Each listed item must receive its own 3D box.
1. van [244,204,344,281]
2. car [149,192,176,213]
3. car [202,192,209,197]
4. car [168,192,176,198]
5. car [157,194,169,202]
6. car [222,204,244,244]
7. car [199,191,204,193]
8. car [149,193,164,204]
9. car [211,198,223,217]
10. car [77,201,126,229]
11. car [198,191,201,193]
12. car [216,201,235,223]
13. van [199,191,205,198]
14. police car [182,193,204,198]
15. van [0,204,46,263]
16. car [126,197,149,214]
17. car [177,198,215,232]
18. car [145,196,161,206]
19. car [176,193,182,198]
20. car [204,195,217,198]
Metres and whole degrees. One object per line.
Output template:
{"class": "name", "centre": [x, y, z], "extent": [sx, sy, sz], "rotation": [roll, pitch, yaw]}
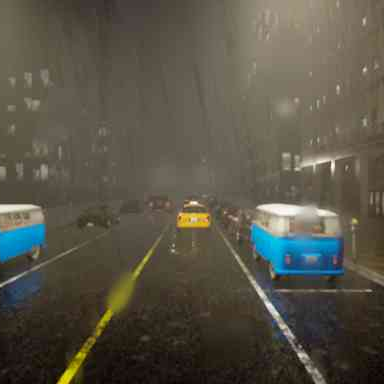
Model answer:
{"class": "van", "centre": [2.703, 1.281, 9.365], "extent": [1.690, 1.788, 3.998], "rotation": [1, 0, 0]}
{"class": "car", "centre": [-3.088, 1.133, 33.446], "extent": [2.097, 1.767, 4.553], "rotation": [0, 0, 0]}
{"class": "car", "centre": [2.712, 1.114, 48.241], "extent": [1.967, 1.590, 4.097], "rotation": [1, 0, 0]}
{"class": "car", "centre": [-5.657, 0.757, 92.868], "extent": [1.967, 1.590, 4.097], "rotation": [1, 0, 0]}
{"class": "car", "centre": [-5.666, 1.110, 64.997], "extent": [1.947, 1.339, 4.313], "rotation": [1, 0, 0]}
{"class": "car", "centre": [2.702, 1.455, 15.041], "extent": [2.008, 1.369, 4.403], "rotation": [1, 0, 0]}
{"class": "car", "centre": [2.715, 1.095, 64.972], "extent": [2.008, 1.369, 4.403], "rotation": [1, 0, 0]}
{"class": "car", "centre": [-5.667, 1.072, 53.847], "extent": [1.967, 1.590, 4.097], "rotation": [1, 0, 0]}
{"class": "car", "centre": [2.705, 1.395, 26.388], "extent": [1.947, 1.339, 4.313], "rotation": [1, 0, 0]}
{"class": "car", "centre": [-5.677, 1.433, 20.746], "extent": [1.947, 1.339, 4.313], "rotation": [1, 0, 0]}
{"class": "car", "centre": [2.716, 1.082, 70.550], "extent": [1.802, 1.307, 4.206], "rotation": [1, 0, 0]}
{"class": "car", "centre": [2.703, 1.449, 20.716], "extent": [1.802, 1.307, 4.206], "rotation": [1, 0, 0]}
{"class": "van", "centre": [2.724, 0.658, 92.855], "extent": [1.690, 1.788, 3.998], "rotation": [1, 1, 0]}
{"class": "police car", "centre": [0.109, 1.222, 42.232], "extent": [2.038, 1.542, 4.974], "rotation": [0, 0, 0]}
{"class": "van", "centre": [-5.677, 1.281, 9.394], "extent": [1.690, 1.788, 3.998], "rotation": [1, 0, 0]}
{"class": "car", "centre": [-5.674, 1.335, 32.096], "extent": [1.887, 1.381, 4.507], "rotation": [1, 0, 0]}
{"class": "car", "centre": [0.103, 1.333, 19.040], "extent": [1.801, 1.575, 5.366], "rotation": [0, 0, 0]}
{"class": "car", "centre": [-5.670, 1.256, 48.276], "extent": [1.802, 1.307, 4.206], "rotation": [1, 0, 0]}
{"class": "car", "centre": [-2.983, 0.924, 74.882], "extent": [1.812, 1.442, 4.674], "rotation": [0, 0, 0]}
{"class": "car", "centre": [2.708, 1.306, 37.087], "extent": [2.008, 1.369, 4.403], "rotation": [1, 0, 0]}
